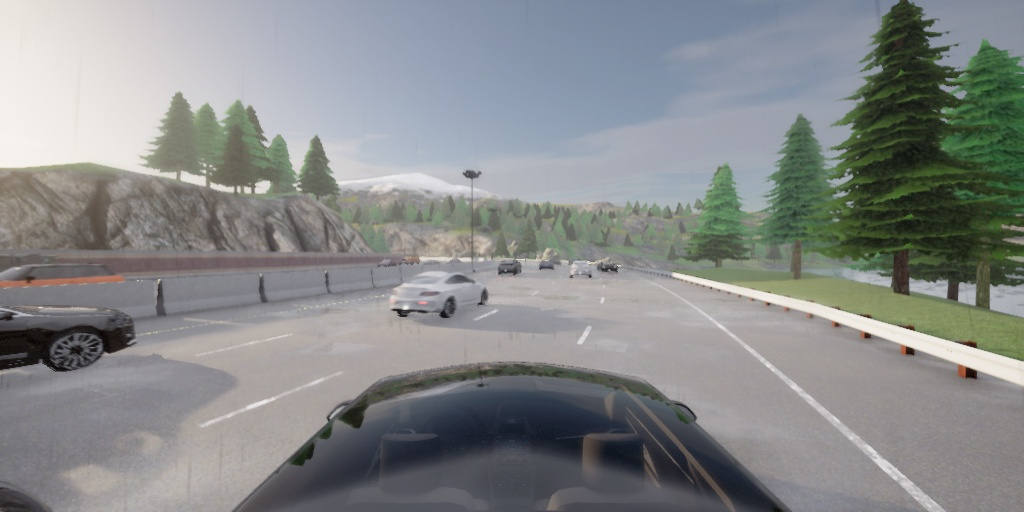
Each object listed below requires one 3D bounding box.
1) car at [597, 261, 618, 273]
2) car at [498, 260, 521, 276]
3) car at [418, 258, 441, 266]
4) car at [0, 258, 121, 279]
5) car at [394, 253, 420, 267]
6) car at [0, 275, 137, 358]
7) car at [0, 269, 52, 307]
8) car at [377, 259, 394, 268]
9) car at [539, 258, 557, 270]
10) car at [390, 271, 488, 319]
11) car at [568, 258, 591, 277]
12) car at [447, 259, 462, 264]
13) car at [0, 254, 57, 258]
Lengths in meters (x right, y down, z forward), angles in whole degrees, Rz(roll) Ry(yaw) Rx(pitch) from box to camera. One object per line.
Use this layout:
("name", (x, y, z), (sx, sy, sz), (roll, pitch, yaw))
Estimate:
("car", (11.223, 1.283, 42.578), (1.895, 1.301, 4.718), (0, 0, 6))
("car", (-0.199, 1.179, 36.774), (2.128, 1.511, 4.902), (0, 0, 9))
("car", (-12.401, 1.251, 55.680), (2.033, 1.411, 5.357), (0, 0, 2))
("car", (-17.355, 1.073, 13.076), (2.097, 1.767, 4.553), (0, 0, 19))
("car", (-15.899, 0.525, 55.783), (2.150, 2.045, 5.566), (0, 0, 2))
("car", (-8.843, 1.232, 5.108), (2.128, 1.511, 4.902), (0, 0, 21))
("car", (-21.114, 1.267, 12.814), (2.033, 1.411, 5.357), (0, 0, 20))
("car", (-19.396, 1.215, 55.949), (1.812, 1.442, 4.674), (0, 0, 2))
("car", (4.893, 1.227, 51.139), (1.994, 1.385, 4.181), (0, 0, 4))
("car", (-2.403, 1.255, 12.729), (1.812, 1.442, 4.674), (0, 0, 18))
("car", (6.443, 1.221, 33.917), (1.812, 1.442, 4.674), (0, 0, 10))
("car", (-8.903, 1.209, 55.546), (1.837, 1.490, 4.892), (0, 0, 2))
("car", (-23.821, 0.935, 15.664), (2.150, 2.045, 5.566), (0, 0, 19))
